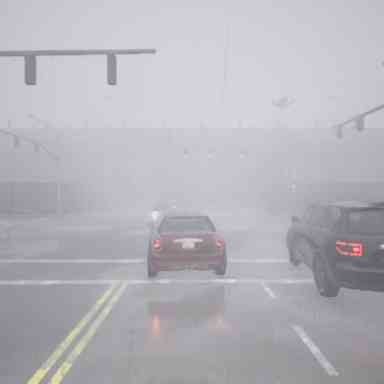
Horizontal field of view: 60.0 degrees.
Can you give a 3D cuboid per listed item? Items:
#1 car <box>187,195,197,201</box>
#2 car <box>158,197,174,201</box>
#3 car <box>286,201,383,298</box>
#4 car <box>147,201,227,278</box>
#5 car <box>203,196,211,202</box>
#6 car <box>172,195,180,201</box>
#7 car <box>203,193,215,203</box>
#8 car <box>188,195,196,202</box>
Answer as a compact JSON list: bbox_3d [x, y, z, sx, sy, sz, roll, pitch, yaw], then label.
[{"bbox_3d":[-0.006,1.413,68.335,2.097,1.767,4.553,0,0,0],"label":"car"},{"bbox_3d":[-3.594,1.638,41.486,1.895,1.301,4.718,0,0,0],"label":"car"},{"bbox_3d":[3.964,1.229,8.597,2.150,2.045,5.566,0,0,6],"label":"car"},{"bbox_3d":[-0.330,1.348,10.466,2.097,1.767,4.553,0,0,-6],"label":"car"},{"bbox_3d":[3.493,1.593,78.358,1.812,1.442,4.674,0,0,0],"label":"car"},{"bbox_3d":[-3.555,1.576,56.648,1.812,1.442,4.674,0,0,0],"label":"car"},{"bbox_3d":[3.494,1.282,67.659,2.150,2.045,5.566,0,0,0],"label":"car"},{"bbox_3d":[-0.007,1.546,78.357,1.882,1.535,5.008,0,0,0],"label":"car"}]
